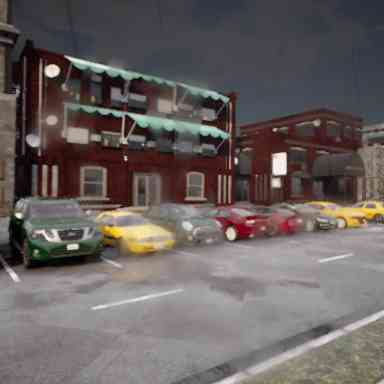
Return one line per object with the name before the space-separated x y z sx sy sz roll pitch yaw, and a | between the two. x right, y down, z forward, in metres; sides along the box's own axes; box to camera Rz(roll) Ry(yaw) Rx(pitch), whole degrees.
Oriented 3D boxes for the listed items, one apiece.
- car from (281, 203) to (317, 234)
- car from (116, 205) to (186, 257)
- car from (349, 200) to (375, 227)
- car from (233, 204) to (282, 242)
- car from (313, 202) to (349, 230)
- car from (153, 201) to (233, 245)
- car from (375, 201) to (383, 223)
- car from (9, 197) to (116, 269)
car | 3.934 1.465 18.186 2.163 1.488 4.792 0 0 -35
car | -2.640 1.464 13.255 1.946 1.575 5.366 0 0 -35
car | 8.581 1.410 21.457 2.097 1.535 5.008 0 0 -35
car | 1.687 1.447 16.548 2.097 1.535 5.008 0 0 -35
car | 6.213 1.424 19.777 2.231 1.521 4.892 0 0 -35
car | -0.600 1.332 14.969 2.185 1.767 4.553 0 0 -35
car | 13.007 1.389 24.822 1.946 1.575 5.366 0 0 -35
car | -4.999 1.223 11.769 2.435 2.045 5.566 0 0 -35
